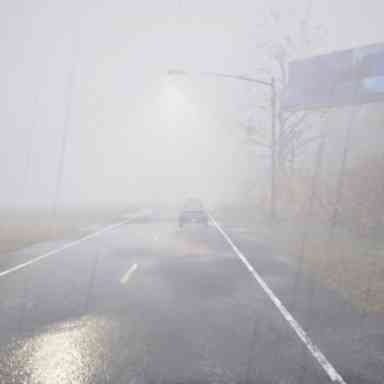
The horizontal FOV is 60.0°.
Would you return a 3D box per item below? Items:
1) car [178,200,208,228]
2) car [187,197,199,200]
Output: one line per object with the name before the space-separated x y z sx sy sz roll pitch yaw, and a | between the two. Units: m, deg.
car | 0.097 1.546 22.964 2.128 1.511 4.902 0 0 0
car | 0.095 1.451 41.618 2.097 1.767 4.553 0 0 0
